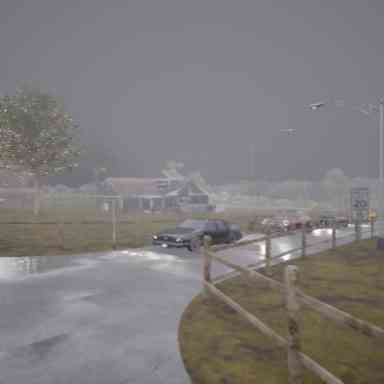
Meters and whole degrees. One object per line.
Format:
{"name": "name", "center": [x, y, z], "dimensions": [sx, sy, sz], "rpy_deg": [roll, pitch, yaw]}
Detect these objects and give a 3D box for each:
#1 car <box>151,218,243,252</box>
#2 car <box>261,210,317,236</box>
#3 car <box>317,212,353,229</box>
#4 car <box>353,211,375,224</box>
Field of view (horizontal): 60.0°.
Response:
{"name": "car", "center": [0.507, 1.987, 16.362], "dimensions": [2.033, 1.411, 5.357], "rpy_deg": [0, -2, 40]}
{"name": "car", "center": [6.750, 2.067, 23.567], "dimensions": [2.097, 1.767, 4.553], "rpy_deg": [0, -2, 41]}
{"name": "car", "center": [12.793, 2.554, 30.471], "dimensions": [1.994, 1.385, 4.181], "rpy_deg": [0, -2, 41]}
{"name": "car", "center": [19.368, 2.775, 37.944], "dimensions": [1.882, 1.535, 5.008], "rpy_deg": [0, -2, 42]}
